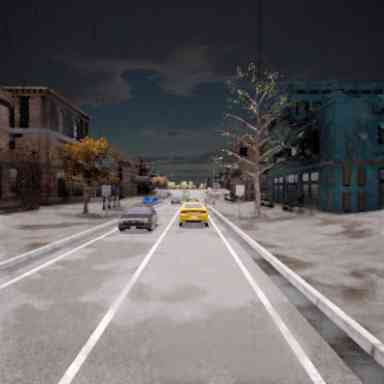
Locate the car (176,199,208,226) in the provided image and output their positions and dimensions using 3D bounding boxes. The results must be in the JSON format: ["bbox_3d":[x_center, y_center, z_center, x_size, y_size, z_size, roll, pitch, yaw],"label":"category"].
[{"bbox_3d":[0.102,1.442,23.411,1.882,1.535,5.008,0,0,0],"label":"car"}]

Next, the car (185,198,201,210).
[{"bbox_3d":[0.103,1.502,41.958,1.994,1.385,4.181,0,0,0],"label":"car"}]

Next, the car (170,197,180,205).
[{"bbox_3d":[-3.021,1.641,62.143,1.837,1.490,4.892,0,0,1],"label":"car"}]

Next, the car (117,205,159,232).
[{"bbox_3d":[-3.098,1.518,20.163,2.033,1.411,5.357,0,0,0],"label":"car"}]
